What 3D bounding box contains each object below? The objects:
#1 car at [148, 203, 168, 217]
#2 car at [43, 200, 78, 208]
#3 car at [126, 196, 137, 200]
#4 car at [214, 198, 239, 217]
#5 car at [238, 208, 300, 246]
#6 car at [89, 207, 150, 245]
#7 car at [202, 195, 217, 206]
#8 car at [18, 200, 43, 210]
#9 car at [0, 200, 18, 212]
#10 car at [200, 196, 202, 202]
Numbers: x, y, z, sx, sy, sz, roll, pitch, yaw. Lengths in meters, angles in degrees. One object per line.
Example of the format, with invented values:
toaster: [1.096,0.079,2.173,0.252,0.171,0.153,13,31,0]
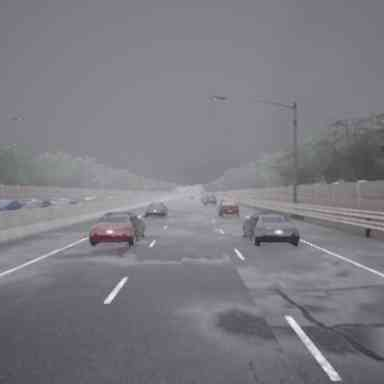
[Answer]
car: [-3.423,1.713,32.606,1.994,1.385,4.181,0,0,0]
car: [-14.115,1.646,36.719,1.882,1.535,5.008,0,0,0]
car: [-14.055,1.518,77.536,2.097,1.767,4.553,0,0,0]
car: [3.576,1.632,33.619,1.882,1.535,5.008,0,0,0]
car: [3.589,1.632,15.755,1.994,1.385,4.181,0,0,0]
car: [-3.411,1.632,15.822,1.994,1.385,4.181,0,0,0]
car: [3.457,1.524,61.774,2.150,2.045,5.566,0,0,0]
car: [-17.611,1.682,38.401,1.837,1.490,4.892,0,0,0]
car: [-21.111,1.653,37.994,1.882,1.535,5.008,0,0,0]
car: [3.449,1.585,72.776,2.150,2.045,5.566,0,0,0]
